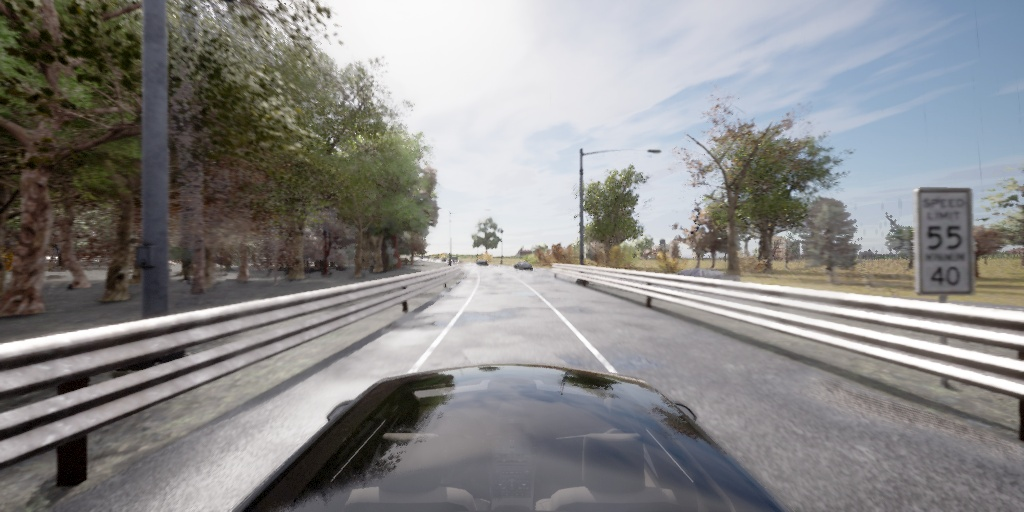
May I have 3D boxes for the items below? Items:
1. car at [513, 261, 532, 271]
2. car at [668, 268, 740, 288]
[{"bbox_3d":[1.642,1.524,55.923,1.994,1.385,4.181,1,0,-18],"label":"car"},{"bbox_3d":[12.223,1.508,23.630,2.033,1.411,5.357,0,0,-18],"label":"car"}]
